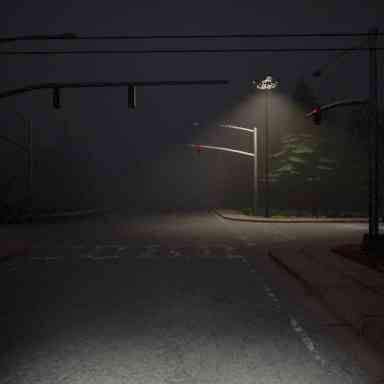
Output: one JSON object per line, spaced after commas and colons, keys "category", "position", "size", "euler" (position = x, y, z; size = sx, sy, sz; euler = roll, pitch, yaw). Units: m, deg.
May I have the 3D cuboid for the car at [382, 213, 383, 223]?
{"category": "car", "position": [15.126, 1.359, 21.985], "size": [4.553, 1.767, 2.097], "euler": [0, 0, 1]}

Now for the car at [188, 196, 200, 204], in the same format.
{"category": "car", "position": [0.411, 1.515, 65.542], "size": [2.097, 1.767, 4.553], "euler": [0, 0, 2]}
